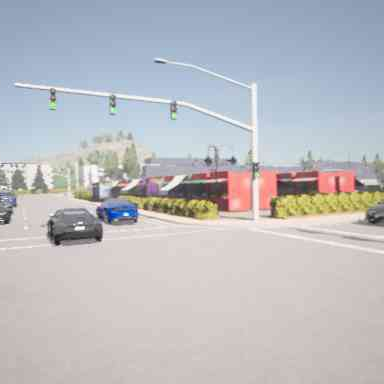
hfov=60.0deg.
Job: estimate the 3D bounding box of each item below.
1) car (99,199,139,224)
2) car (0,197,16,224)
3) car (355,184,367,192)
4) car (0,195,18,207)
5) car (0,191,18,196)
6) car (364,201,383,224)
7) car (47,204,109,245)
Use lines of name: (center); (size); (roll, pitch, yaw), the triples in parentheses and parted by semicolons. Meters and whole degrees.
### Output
car: (-5.066, 1.185, 22.039); (1.882, 1.535, 5.008); (-2, 1, -27)
car: (-13.570, 1.361, 22.894); (2.128, 1.511, 4.902); (-2, 1, -27)
car: (36.744, -0.700, 72.298); (1.970, 1.475, 3.806); (-2, 1, -27)
car: (-18.008, 1.349, 31.578); (2.033, 1.411, 5.357); (-2, 1, -27)
car: (-24.165, 0.926, 43.659); (2.150, 2.045, 5.566); (-2, 1, -26)
car: (11.205, 0.901, 17.509); (4.892, 1.490, 1.837); (-2, 1, -27)
car: (-5.350, 1.401, 14.933); (1.994, 1.385, 4.181); (-2, 1, -27)
